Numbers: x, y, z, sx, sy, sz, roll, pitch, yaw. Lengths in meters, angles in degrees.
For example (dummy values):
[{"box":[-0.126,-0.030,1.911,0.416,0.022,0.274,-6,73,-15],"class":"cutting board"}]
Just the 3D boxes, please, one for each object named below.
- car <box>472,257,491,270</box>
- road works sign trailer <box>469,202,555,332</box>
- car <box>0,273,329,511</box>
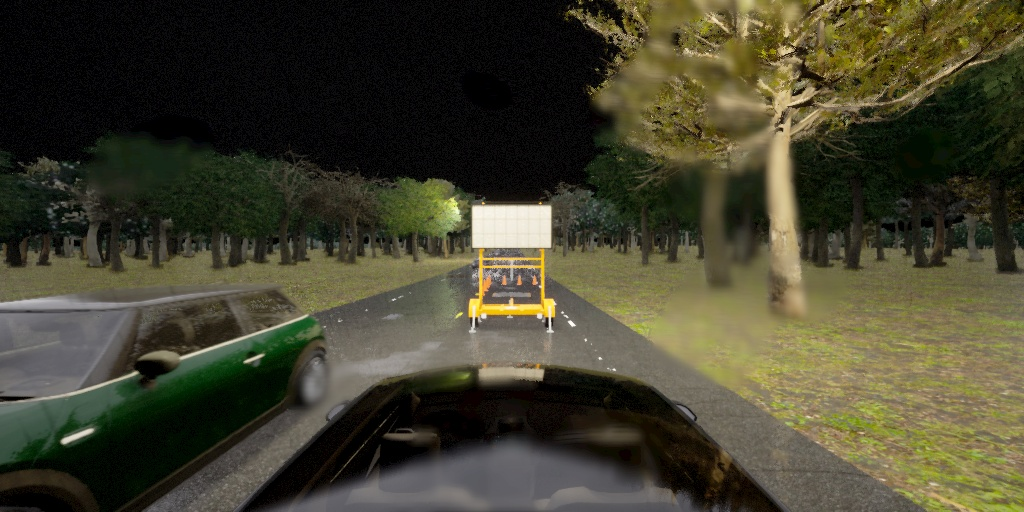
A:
[{"box":[-3.624,0.878,42.487,1.812,1.442,4.674,0,1,0],"class":"car"},{"box":[-0.006,0.194,10.732,2.380,3.560,2.880,0,0,0],"class":"road works sign trailer"},{"box":[-3.600,1.102,3.088,2.097,1.767,4.553,0,0,0],"class":"car"}]
